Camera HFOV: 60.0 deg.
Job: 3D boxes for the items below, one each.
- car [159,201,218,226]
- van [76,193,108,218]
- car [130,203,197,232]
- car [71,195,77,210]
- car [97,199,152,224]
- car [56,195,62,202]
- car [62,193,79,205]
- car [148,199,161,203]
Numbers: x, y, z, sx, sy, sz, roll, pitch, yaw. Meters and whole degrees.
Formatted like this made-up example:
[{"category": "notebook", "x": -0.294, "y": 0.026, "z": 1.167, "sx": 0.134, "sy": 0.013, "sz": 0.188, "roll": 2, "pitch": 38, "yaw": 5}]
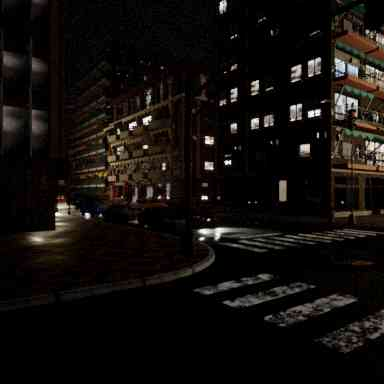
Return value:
[{"category": "car", "x": -0.146, "y": 1.517, "z": 21.878, "sx": 1.994, "sy": 1.385, "sz": 4.181, "roll": 0, "pitch": 0, "yaw": -36}, {"category": "van", "x": -8.415, "y": 1.265, "z": 28.952, "sx": 1.690, "sy": 1.788, "sz": 3.998, "roll": 0, "pitch": 0, "yaw": -36}, {"category": "car", "x": -1.803, "y": 1.525, "z": 19.755, "sx": 1.802, "sy": 1.307, "sz": 4.206, "roll": 0, "pitch": 0, "yaw": -36}, {"category": "car", "x": -12.120, "y": 1.427, "z": 38.556, "sx": 1.837, "sy": 1.490, "sz": 4.892, "roll": 0, "pitch": 0, "yaw": -35}, {"category": "car", "x": -5.009, "y": 1.458, "z": 24.215, "sx": 1.752, "sy": 1.417, "sz": 4.829, "roll": 0, "pitch": 0, "yaw": -36}, {"category": "car", "x": -28.067, "y": 1.359, "z": 70.628, "sx": 1.967, "sy": 1.590, "sz": 4.097, "roll": 0, "pitch": 0, "yaw": -36}, {"category": "car", "x": -18.141, "y": 1.142, "z": 52.393, "sx": 2.150, "sy": 2.045, "sz": 5.566, "roll": 0, "pitch": 0, "yaw": -36}, {"category": "car", "x": -4.391, "y": 1.426, "z": 33.268, "sx": 1.882, "sy": 1.535, "sz": 5.008, "roll": 0, "pitch": 0, "yaw": -36}]
